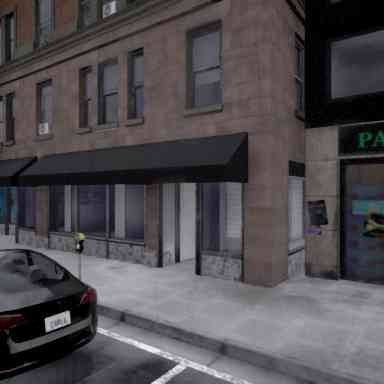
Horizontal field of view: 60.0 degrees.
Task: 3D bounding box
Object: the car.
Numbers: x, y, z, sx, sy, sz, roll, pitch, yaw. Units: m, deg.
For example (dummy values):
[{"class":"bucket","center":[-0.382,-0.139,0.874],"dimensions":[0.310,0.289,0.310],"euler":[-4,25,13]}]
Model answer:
[{"class":"car","center":[-3.278,1.566,5.151],"dimensions":[4.313,1.339,1.947],"euler":[0,0,36]}]
